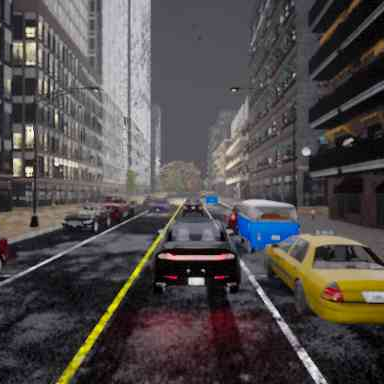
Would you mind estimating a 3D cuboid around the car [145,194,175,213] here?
[{"bbox_3d":[-3.077,1.236,32.799,2.033,1.411,5.357,0,1,0],"label":"car"}]

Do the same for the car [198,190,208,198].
[{"bbox_3d":[2.715,0.555,80.481,2.192,1.841,5.009,1,1,0],"label":"car"}]

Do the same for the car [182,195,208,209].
[{"bbox_3d":[0.099,1.271,29.055,2.033,1.411,5.357,0,1,0],"label":"car"}]

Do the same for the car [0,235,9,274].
[{"bbox_3d":[-5.678,1.478,6.935,1.887,1.381,4.507,1,1,0],"label":"car"}]

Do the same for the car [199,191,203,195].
[{"bbox_3d":[2.710,0.897,69.168,2.008,1.369,4.403,1,1,0],"label":"car"}]

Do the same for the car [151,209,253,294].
[{"bbox_3d":[0.096,1.409,8.540,2.128,1.511,4.902,0,1,0],"label":"car"}]

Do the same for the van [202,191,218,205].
[{"bbox_3d":[2.710,0.900,46.538,1.690,1.788,3.998,1,1,0],"label":"van"}]

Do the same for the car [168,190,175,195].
[{"bbox_3d":[-5.671,0.449,91.789,2.192,1.841,5.009,1,1,0],"label":"car"}]

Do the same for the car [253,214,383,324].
[{"bbox_3d":[2.703,1.457,7.111,1.752,1.417,4.829,1,1,0],"label":"car"}]

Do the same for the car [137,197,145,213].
[{"bbox_3d":[-5.675,1.285,29.563,1.947,1.339,4.313,1,1,0],"label":"car"}]

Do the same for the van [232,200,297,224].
[{"bbox_3d":[2.706,1.220,12.596,1.690,1.788,3.998,1,1,0],"label":"van"}]

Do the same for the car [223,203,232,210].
[{"bbox_3d":[2.705,1.266,18.254,1.967,1.590,4.097,1,1,0],"label":"car"}]

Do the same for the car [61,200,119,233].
[{"bbox_3d":[-5.677,1.377,18.249,2.008,1.369,4.403,1,1,0],"label":"car"}]

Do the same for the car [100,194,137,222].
[{"bbox_3d":[-5.672,1.087,23.904,2.192,1.841,5.009,1,1,0],"label":"car"}]
